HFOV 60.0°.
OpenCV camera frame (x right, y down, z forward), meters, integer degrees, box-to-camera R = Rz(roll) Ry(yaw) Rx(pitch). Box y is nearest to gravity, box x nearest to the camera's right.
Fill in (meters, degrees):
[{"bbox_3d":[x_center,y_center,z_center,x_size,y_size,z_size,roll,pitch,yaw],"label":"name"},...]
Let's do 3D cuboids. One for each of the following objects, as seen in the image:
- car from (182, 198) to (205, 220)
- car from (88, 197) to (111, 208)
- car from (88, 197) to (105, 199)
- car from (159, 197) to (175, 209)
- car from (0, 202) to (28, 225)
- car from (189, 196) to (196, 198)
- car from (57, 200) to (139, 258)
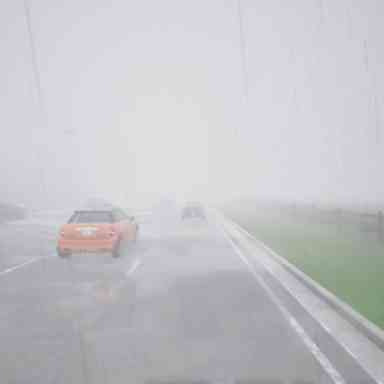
[{"bbox_3d":[0.098,1.536,28.175,1.812,1.442,4.674,0,0,0],"label":"car"},{"bbox_3d":[-13.905,1.565,50.214,2.033,1.411,5.357,0,0,0],"label":"car"},{"bbox_3d":[-10.403,1.365,36.721,2.097,1.767,4.553,0,0,0],"label":"car"},{"bbox_3d":[-3.405,1.521,45.520,1.837,1.490,4.892,0,0,0],"label":"car"},{"bbox_3d":[-13.901,1.486,24.277,1.882,1.535,5.008,0,0,0],"label":"car"},{"bbox_3d":[0.095,1.476,54.652,1.801,1.575,5.366,0,0,0],"label":"car"},{"bbox_3d":[-3.401,1.357,12.895,2.097,1.767,4.553,0,0,0],"label":"car"}]
